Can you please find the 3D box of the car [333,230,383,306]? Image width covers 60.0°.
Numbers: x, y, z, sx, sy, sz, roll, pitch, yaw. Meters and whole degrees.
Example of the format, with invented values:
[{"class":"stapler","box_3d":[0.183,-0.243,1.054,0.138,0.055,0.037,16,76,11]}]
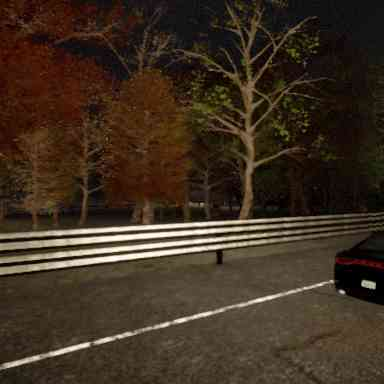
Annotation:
[{"class":"car","box_3d":[5.239,1.561,7.521,5.008,1.535,1.882,1,0,-36]}]
